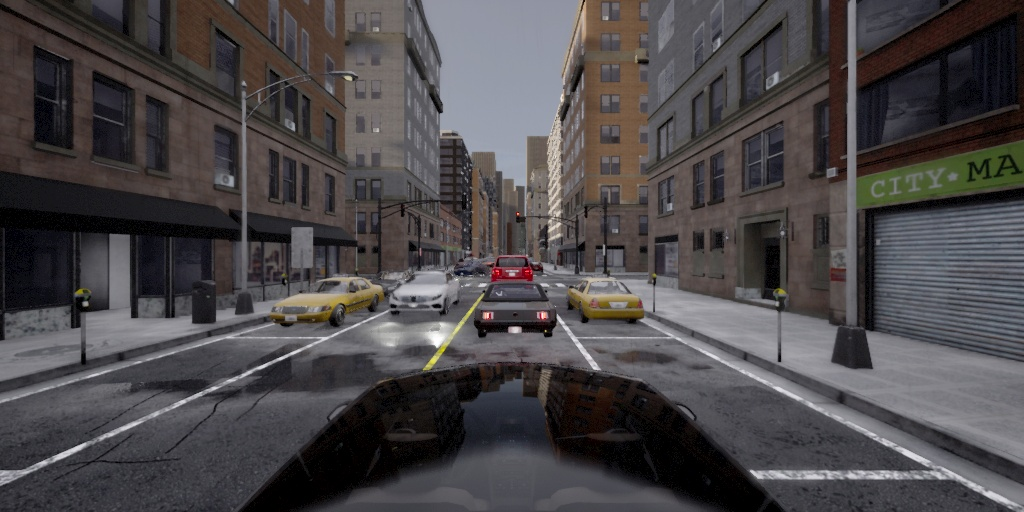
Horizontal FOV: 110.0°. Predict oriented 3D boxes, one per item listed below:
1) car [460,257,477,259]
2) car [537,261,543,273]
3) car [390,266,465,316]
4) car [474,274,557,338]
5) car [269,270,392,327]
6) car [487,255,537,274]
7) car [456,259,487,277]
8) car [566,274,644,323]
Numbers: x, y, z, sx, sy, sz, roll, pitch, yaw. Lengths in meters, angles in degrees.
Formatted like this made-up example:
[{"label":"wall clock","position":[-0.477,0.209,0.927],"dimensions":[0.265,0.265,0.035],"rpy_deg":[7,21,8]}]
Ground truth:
[{"label":"car","position":[-5.654,1.091,44.074],"dimensions":[2.192,1.841,5.009],"rpy_deg":[0,0,0]},{"label":"car","position":[2.872,1.321,44.070],"dimensions":[1.888,1.381,4.507],"rpy_deg":[0,0,0]},{"label":"car","position":[-3.096,1.280,13.558],"dimensions":[1.812,1.442,4.674],"rpy_deg":[0,0,0]},{"label":"car","position":[0.084,1.354,10.181],"dimensions":[1.895,1.301,4.718],"rpy_deg":[0,0,0]},{"label":"car","position":[-5.665,1.279,11.605],"dimensions":[1.751,1.417,4.829],"rpy_deg":[0,0,0]},{"label":"car","position":[0.007,0.980,19.951],"dimensions":[2.150,2.045,5.566],"rpy_deg":[0,0,0]},{"label":"car","position":[-3.979,1.315,36.685],"dimensions":[2.033,1.411,5.357],"rpy_deg":[0,0,17]},{"label":"car","position":[2.861,1.279,11.941],"dimensions":[1.751,1.417,4.829],"rpy_deg":[0,0,0]}]
